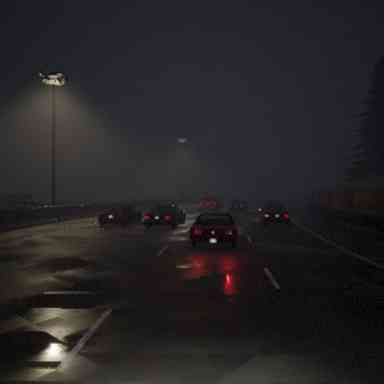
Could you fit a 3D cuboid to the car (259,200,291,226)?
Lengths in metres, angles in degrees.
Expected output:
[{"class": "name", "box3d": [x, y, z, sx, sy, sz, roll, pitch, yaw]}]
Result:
[{"class": "car", "box3d": [5.754, 1.538, 23.314, 2.033, 1.411, 5.357, 0, 0, 9]}]

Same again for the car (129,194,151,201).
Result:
[{"class": "car", "box3d": [-10.187, 1.282, 67.536, 2.097, 1.767, 4.553, 0, 0, 24]}]

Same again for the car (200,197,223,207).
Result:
[{"class": "car", "box3d": [2.371, 1.323, 39.770, 2.097, 1.767, 4.553, 0, 0, 15]}]

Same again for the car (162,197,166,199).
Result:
[{"class": "car", "box3d": [-4.832, 1.456, 70.824, 1.812, 1.442, 4.674, 0, 0, 24]}]

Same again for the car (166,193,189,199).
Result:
[{"class": "car", "box3d": [-2.535, 1.160, 67.443, 2.150, 2.045, 5.566, 0, 0, 24]}]

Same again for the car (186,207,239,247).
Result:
[{"class": "car", "box3d": [1.060, 1.590, 15.084, 1.895, 1.301, 4.718, 0, 0, 6]}]

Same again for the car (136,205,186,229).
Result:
[{"class": "car", "box3d": [-1.626, 1.526, 21.582, 2.033, 1.411, 5.357, 0, 0, 9]}]

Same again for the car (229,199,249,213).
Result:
[{"class": "car", "box3d": [5.267, 1.526, 37.309, 2.033, 1.411, 5.357, 0, 0, 15]}]

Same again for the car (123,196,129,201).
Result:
[{"class": "car", "box3d": [-12.630, 1.396, 70.626, 1.882, 1.535, 5.008, 0, 0, 24]}]

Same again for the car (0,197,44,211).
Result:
[{"class": "car", "box3d": [-14.763, 1.454, 28.672, 1.837, 1.490, 4.892, 0, 0, 11]}]

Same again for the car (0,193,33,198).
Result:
[{"class": "car", "box3d": [-17.652, 1.162, 32.275, 2.150, 2.045, 5.566, 0, 0, 12]}]

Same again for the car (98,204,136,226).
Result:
[{"class": "car", "box3d": [-4.859, 1.536, 23.159, 1.994, 1.385, 4.181, 0, 0, 9]}]
